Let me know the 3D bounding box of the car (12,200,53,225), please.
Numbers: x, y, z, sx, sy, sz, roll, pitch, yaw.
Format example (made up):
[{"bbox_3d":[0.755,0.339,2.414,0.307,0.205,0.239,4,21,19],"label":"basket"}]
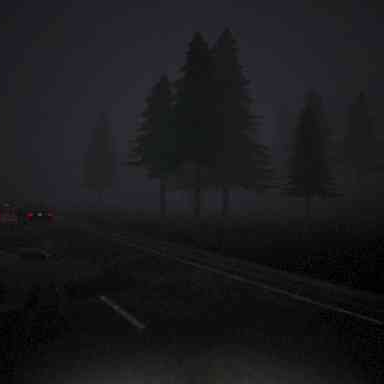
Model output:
[{"bbox_3d":[-11.696,1.569,24.604,2.033,1.411,5.357,0,0,-34],"label":"car"}]

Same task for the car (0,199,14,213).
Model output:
[{"bbox_3d":[-20.131,1.552,36.959,1.812,1.442,4.674,0,0,-35],"label":"car"}]
